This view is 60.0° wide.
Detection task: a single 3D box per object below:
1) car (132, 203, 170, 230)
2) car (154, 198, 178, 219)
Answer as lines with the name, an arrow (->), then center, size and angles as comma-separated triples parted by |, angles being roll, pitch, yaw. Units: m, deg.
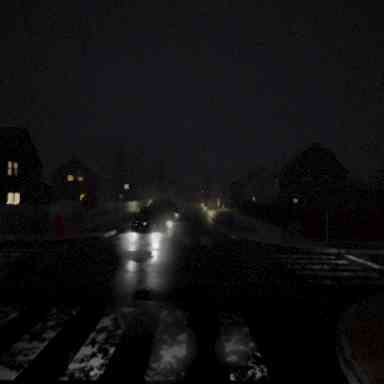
car -> -2.887, 1.779, 23.214 | 1.837, 1.490, 4.892 | 0, -1, 2
car -> -2.870, 1.630, 33.686 | 2.150, 2.045, 5.566 | 0, -1, -1
